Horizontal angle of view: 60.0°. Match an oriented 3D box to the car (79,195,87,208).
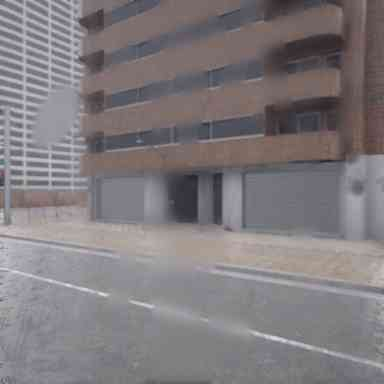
[{"bbox_3d":[-13.934,1.576,47.744,1.837,1.490,4.892,0,0,34],"label":"car"}]
